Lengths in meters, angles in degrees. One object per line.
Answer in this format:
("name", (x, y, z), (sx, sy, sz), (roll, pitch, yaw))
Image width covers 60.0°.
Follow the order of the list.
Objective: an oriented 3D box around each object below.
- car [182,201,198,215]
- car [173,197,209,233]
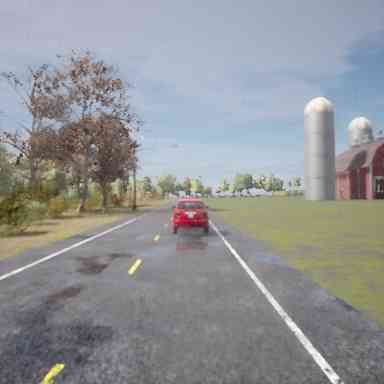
("car", (-0.250, 1.949, 40.710), (1.837, 1.490, 4.892), (0, 0, 0))
("car", (-0.081, 1.462, 21.560), (2.150, 2.045, 5.566), (0, 0, 0))
